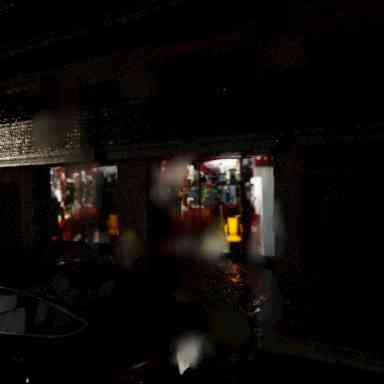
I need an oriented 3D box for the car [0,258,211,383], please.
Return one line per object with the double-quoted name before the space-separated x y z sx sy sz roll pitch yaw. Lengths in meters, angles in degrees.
"car" -1.894 1.500 3.862 4.313 1.339 1.947 -1 2 27
